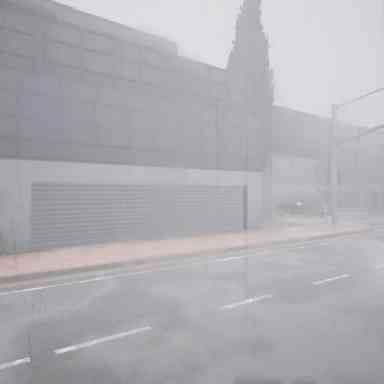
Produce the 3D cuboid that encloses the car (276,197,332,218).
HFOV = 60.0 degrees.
[{"bbox_3d":[9.877,1.492,30.106,2.128,1.511,4.902,0,0,-37],"label":"car"}]

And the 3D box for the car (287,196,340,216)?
[{"bbox_3d":[12.013,1.351,33.102,2.097,1.767,4.553,0,0,-37],"label":"car"}]
